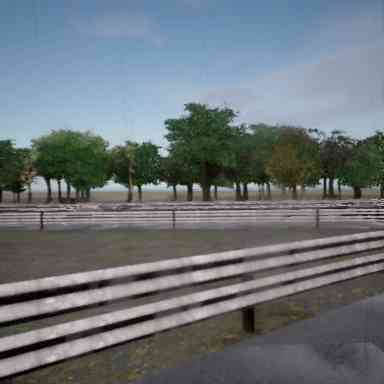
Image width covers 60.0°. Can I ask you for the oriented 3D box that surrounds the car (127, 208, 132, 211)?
[{"bbox_3d":[-9.122,2.155,37.695,4.718,1.301,1.895,-1,0,6],"label":"car"}]

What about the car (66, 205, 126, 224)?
[{"bbox_3d":[-9.059,2.047,30.653,5.008,1.535,1.882,-1,0,6],"label":"car"}]

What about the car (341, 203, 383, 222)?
[{"bbox_3d":[15.098,1.690,28.164,4.674,1.442,1.812,-1,0,6],"label":"car"}]
